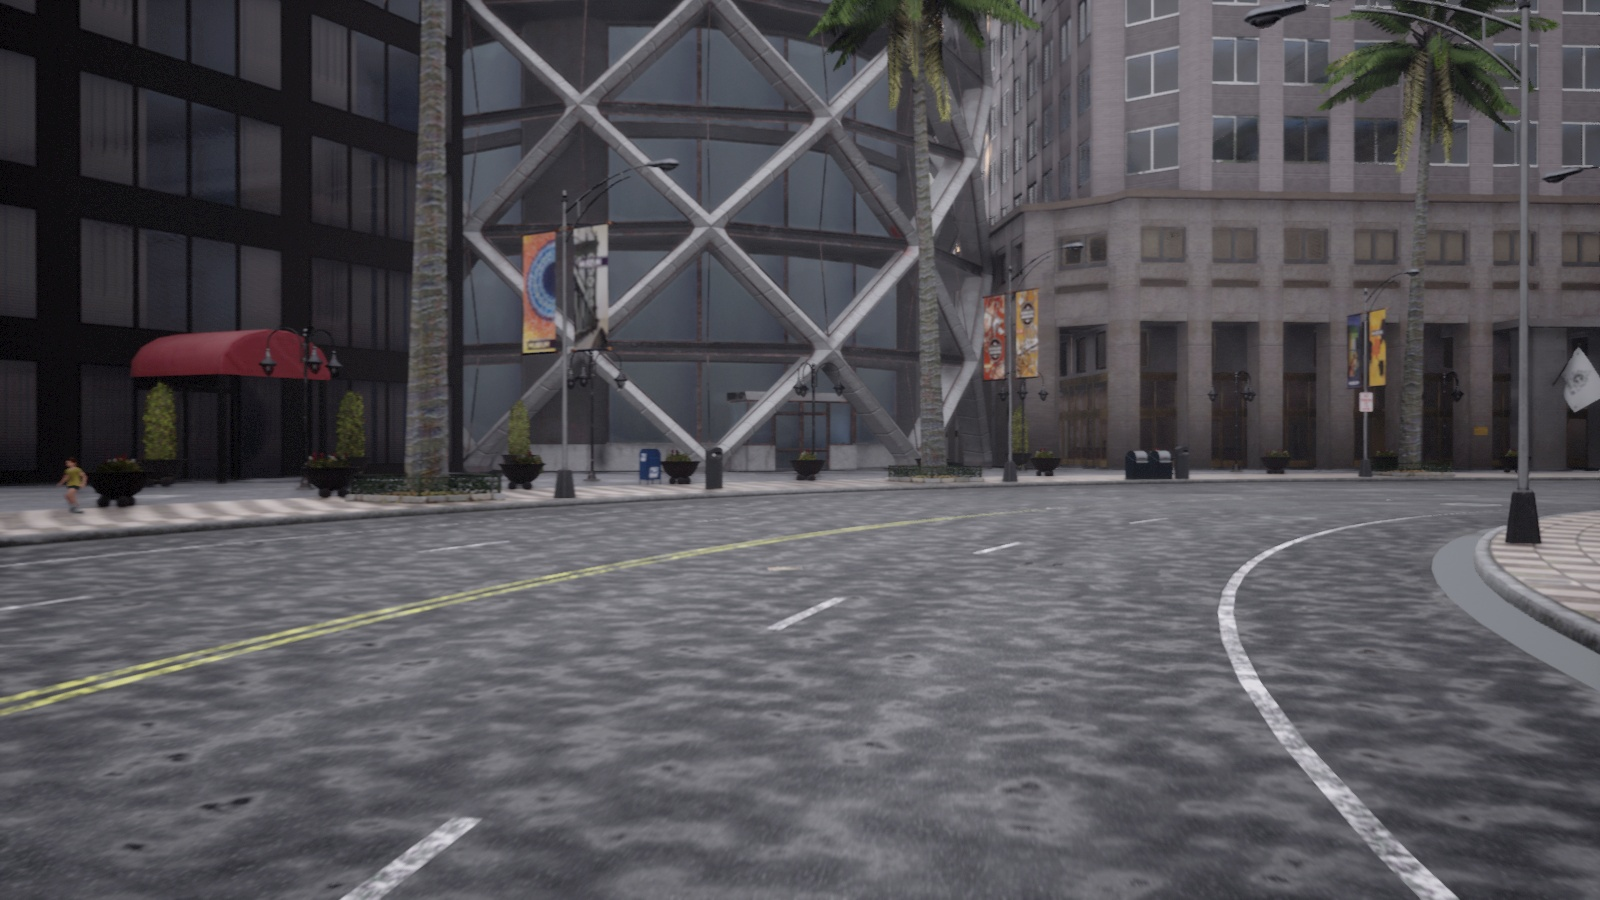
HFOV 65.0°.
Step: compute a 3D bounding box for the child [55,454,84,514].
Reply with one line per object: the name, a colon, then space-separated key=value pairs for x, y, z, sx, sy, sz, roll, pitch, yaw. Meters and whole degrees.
child: x=-13.672 y=0.625 z=23.490 sx=0.255 sy=1.110 sz=0.394 roll=0 pitch=0 yaw=21
